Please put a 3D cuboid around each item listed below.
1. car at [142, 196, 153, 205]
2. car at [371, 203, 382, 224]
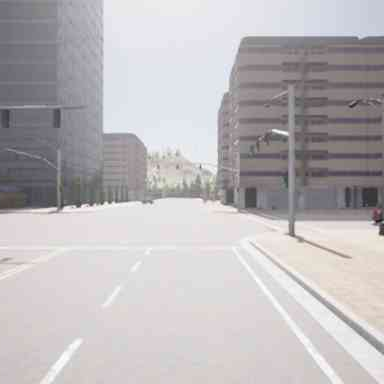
[{"bbox_3d":[-10.617,1.959,79.620,2.150,2.045,5.566,0,-1,0],"label":"car"},{"bbox_3d":[16.229,1.558,25.169,4.553,1.767,2.097,0,-1,-1],"label":"car"}]
